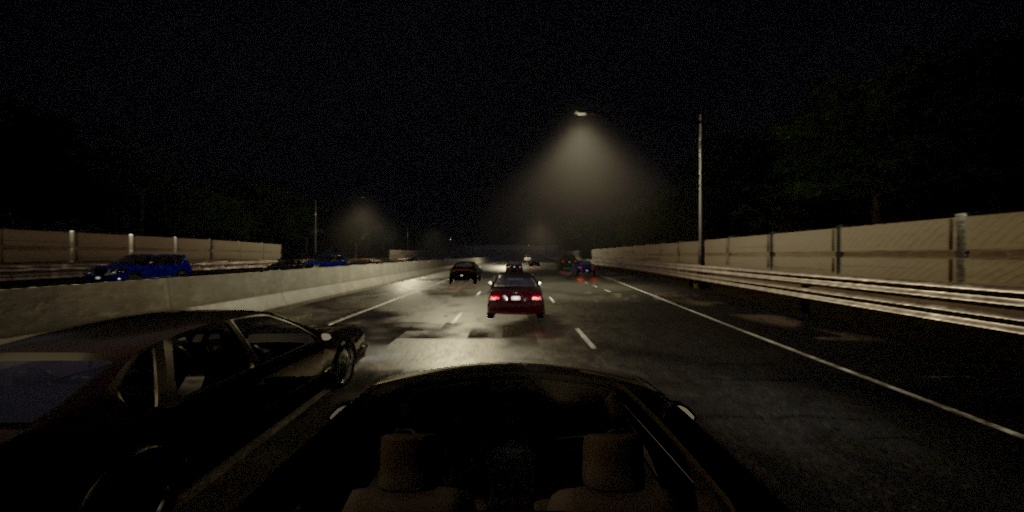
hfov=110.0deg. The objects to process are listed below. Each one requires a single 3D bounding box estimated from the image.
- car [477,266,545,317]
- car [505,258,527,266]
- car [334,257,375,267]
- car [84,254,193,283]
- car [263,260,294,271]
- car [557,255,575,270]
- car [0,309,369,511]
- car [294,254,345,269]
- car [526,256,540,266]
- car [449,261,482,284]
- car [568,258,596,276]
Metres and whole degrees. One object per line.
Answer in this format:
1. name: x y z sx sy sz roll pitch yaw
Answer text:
1. car: 0.119 1.252 12.839 2.033 1.411 5.357 0 0 0
2. car: 0.263 1.174 39.701 2.033 1.411 5.357 0 0 0
3. car: -13.980 1.116 33.106 1.882 1.535 5.008 0 0 0
4. car: -23.794 0.886 23.247 2.150 2.045 5.566 0 0 -3
5. car: -20.975 1.141 33.475 1.837 1.490 4.892 0 0 1
6. car: 7.264 0.837 47.856 2.150 2.045 5.566 0 0 1
7. car: -3.398 1.289 3.738 2.033 1.411 5.357 0 0 0
8. car: -17.478 0.857 33.641 2.150 2.045 5.566 0 0 0
9. car: 3.927 1.191 64.861 1.895 1.301 4.718 0 0 1
10. car: -3.328 1.136 26.296 1.882 1.535 5.008 0 0 0
11. car: 6.995 1.162 35.354 1.812 1.442 4.674 0 0 2
